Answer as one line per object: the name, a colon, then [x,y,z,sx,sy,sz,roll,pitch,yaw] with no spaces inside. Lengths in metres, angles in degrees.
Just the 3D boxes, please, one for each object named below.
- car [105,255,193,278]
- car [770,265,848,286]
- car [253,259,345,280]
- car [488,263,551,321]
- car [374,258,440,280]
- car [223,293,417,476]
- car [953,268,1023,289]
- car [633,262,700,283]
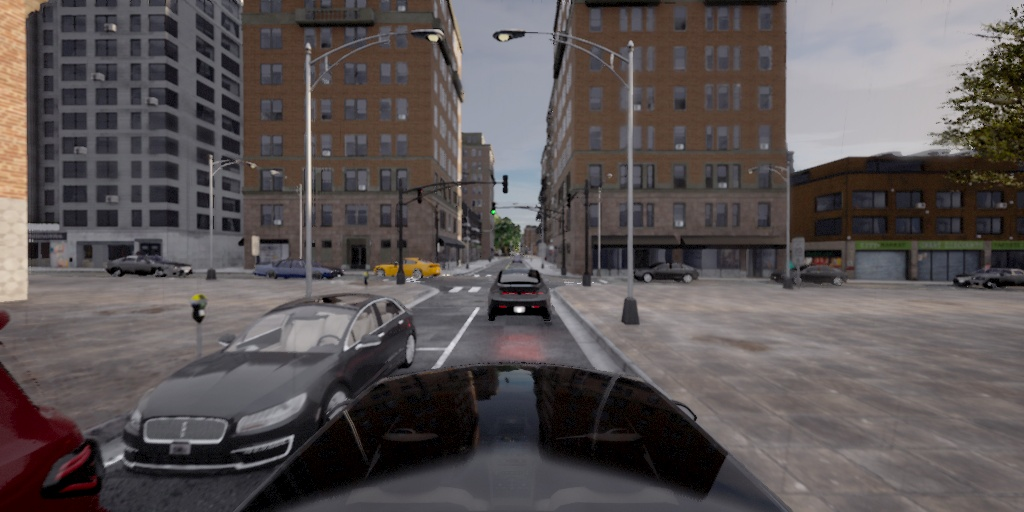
car: [-24.387,0.717,24.220,4.902,1.511,2.128,1,0,1]
car: [21.903,1.391,26.535,4.892,1.490,1.837,1,0,1]
car: [-14.242,0.902,24.079,5.357,1.411,2.033,1,0,1]
car: [0.234,1.157,12.088,1.837,1.490,4.892,0,1,1]
car: [-7.830,0.902,26.676,5.008,1.535,1.882,1,-1,14]
car: [-2.597,1.268,5.024,2.007,1.370,4.403,0,0,1]
car: [35.560,1.645,26.328,4.902,1.511,2.128,1,0,1]
car: [11.288,1.209,26.712,4.892,1.490,1.837,1,0,2]
